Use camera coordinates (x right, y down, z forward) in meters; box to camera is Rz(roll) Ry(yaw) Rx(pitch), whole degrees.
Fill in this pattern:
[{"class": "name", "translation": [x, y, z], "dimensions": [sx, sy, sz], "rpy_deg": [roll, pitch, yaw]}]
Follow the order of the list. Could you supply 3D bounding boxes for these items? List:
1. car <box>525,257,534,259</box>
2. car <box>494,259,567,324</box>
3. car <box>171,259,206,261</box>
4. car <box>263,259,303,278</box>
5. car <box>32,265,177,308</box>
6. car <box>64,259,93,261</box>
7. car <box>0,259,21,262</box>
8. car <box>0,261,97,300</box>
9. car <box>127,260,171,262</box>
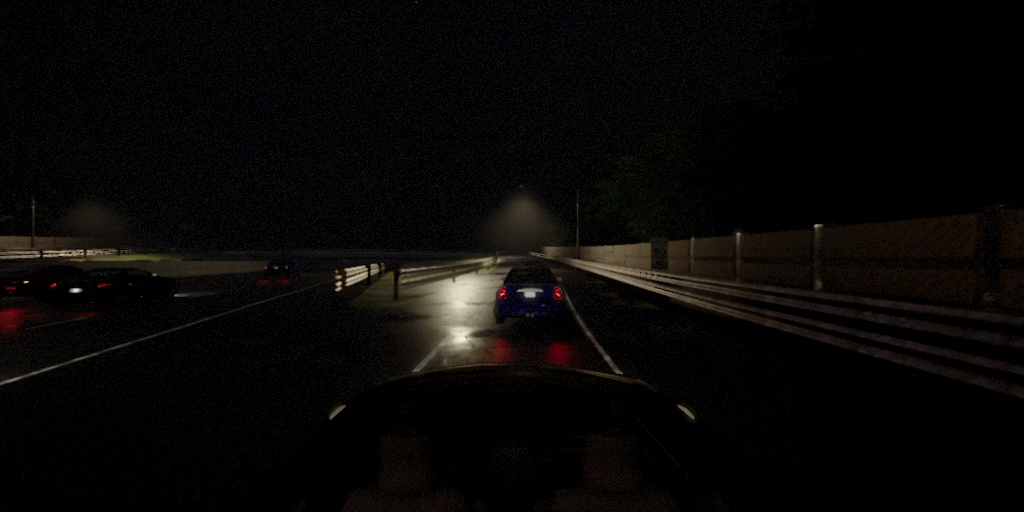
[{"class": "car", "translation": [3.059, 0.869, 59.163], "dimensions": [1.994, 1.385, 4.181], "rpy_deg": [0, 1, 0]}, {"class": "car", "translation": [0.657, 1.122, 12.243], "dimensions": [2.097, 1.767, 4.553], "rpy_deg": [0, 0, 4]}, {"class": "car", "translation": [-38.714, 1.091, 43.311], "dimensions": [2.097, 1.767, 4.553], "rpy_deg": [1, -1, -16]}, {"class": "car", "translation": [-20.992, 1.078, 33.059], "dimensions": [2.097, 1.767, 4.553], "rpy_deg": [1, -1, -16]}, {"class": "car", "translation": [-15.512, 1.158, 14.219], "dimensions": [1.994, 1.385, 4.181], "rpy_deg": [1, 0, -16]}, {"class": "car", "translation": [-39.114, 1.037, 32.121], "dimensions": [1.882, 1.535, 5.008], "rpy_deg": [1, -1, -16]}, {"class": "car", "translation": [-41.811, 0.969, 28.845], "dimensions": [1.882, 1.535, 5.008], "rpy_deg": [1, -1, -16]}, {"class": "car", "translation": [-19.398, 1.085, 15.099], "dimensions": [1.812, 1.442, 4.674], "rpy_deg": [1, 0, -16]}, {"class": "car", "translation": [-36.179, 1.166, 34.622], "dimensions": [2.033, 1.411, 5.357], "rpy_deg": [1, -1, -16]}]
